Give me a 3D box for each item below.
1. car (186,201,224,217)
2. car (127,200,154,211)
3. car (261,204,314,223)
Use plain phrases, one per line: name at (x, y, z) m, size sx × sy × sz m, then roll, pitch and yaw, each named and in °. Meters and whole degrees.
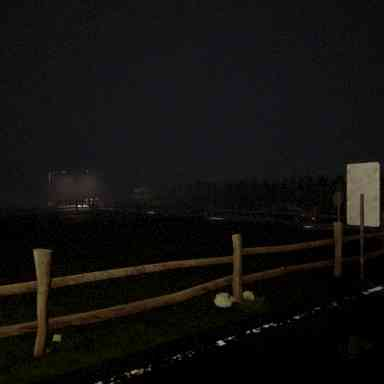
car at (1.253, 1.717, 34.550) m, size 1.837 × 1.490 × 4.892 m, roll 0°, pitch 0°, yaw -35°
car at (-7.250, 1.885, 46.525) m, size 2.033 × 1.411 × 5.357 m, roll 0°, pitch 0°, yaw -35°
car at (7.414, 1.653, 25.884) m, size 1.812 × 1.442 × 4.674 m, roll 0°, pitch 0°, yaw -35°
